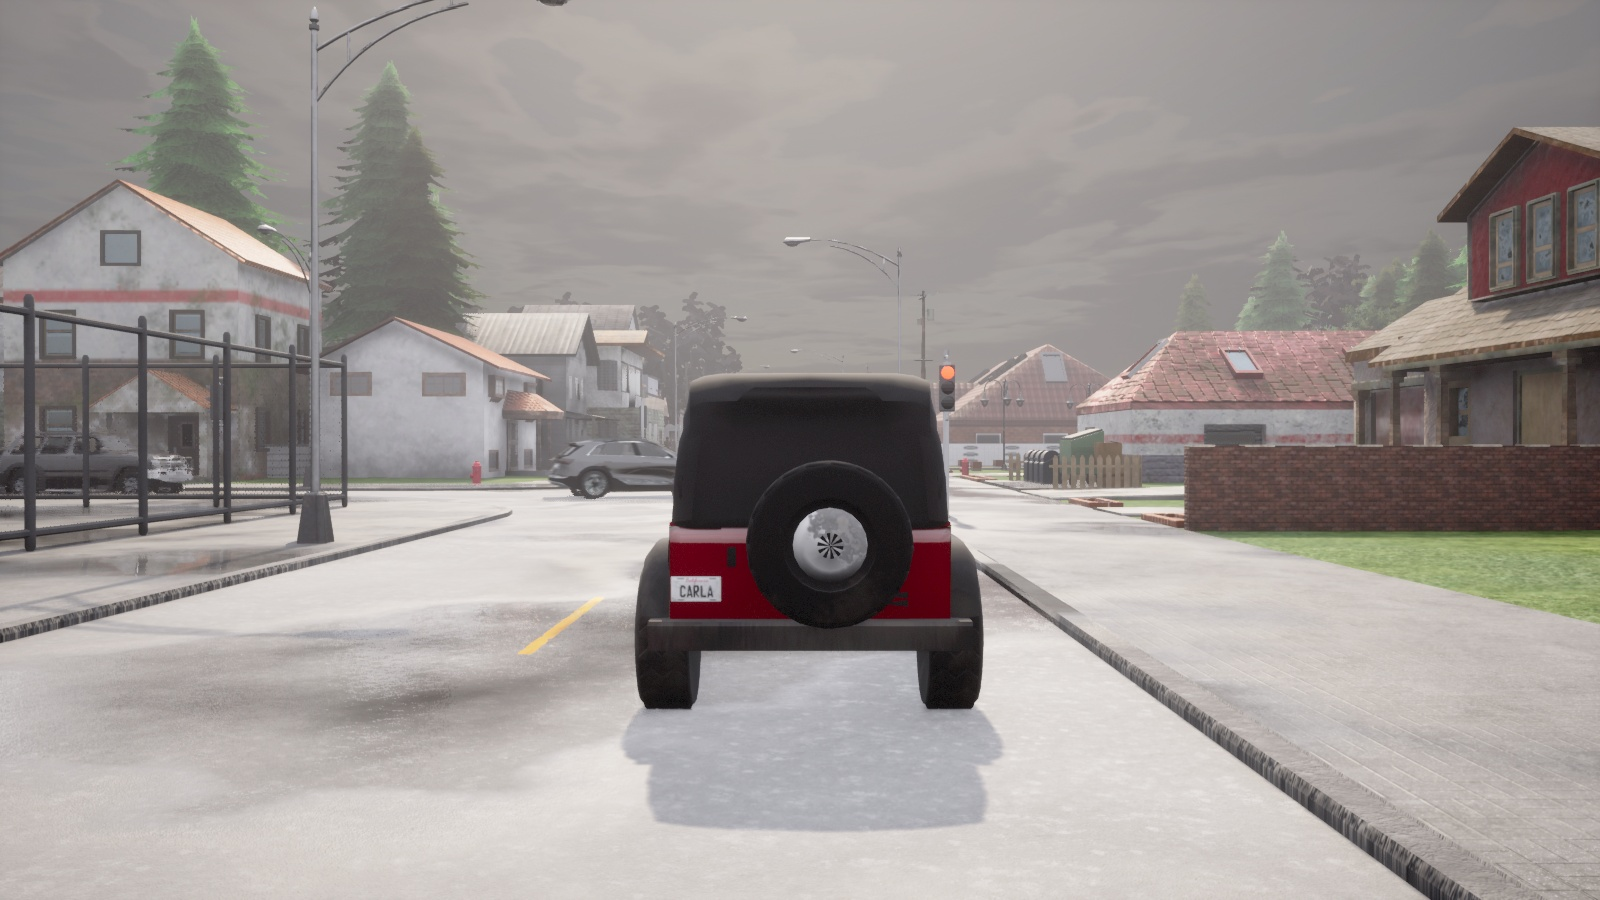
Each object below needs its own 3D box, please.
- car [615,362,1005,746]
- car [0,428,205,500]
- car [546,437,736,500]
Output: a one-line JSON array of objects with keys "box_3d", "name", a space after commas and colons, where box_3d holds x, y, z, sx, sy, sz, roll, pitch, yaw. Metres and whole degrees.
[{"box_3d": [0.055, 0.497, 8.079, 1.905, 1.878, 3.866, 0, 0, 0], "name": "car"}, {"box_3d": [-18.570, 0.360, 33.341, 4.605, 1.855, 1.932, 0, 0, 0], "name": "car"}, {"box_3d": [-4.404, 0.477, 34.675, 4.856, 1.649, 2.033, 0, 1, -21], "name": "car"}]
